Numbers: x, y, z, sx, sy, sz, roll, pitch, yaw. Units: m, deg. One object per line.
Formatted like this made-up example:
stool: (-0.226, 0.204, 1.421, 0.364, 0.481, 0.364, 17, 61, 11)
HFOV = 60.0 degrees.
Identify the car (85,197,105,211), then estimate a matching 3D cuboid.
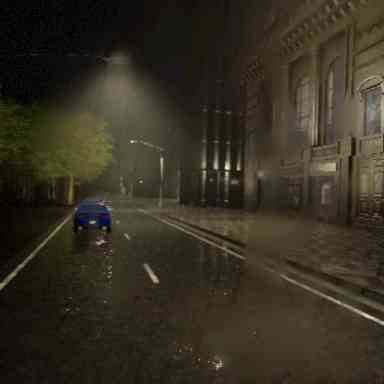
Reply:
car: (-10.654, 1.292, 36.527, 1.994, 1.385, 4.181, 2, 0, -16)

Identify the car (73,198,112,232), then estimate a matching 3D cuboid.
car: (-5.604, 1.333, 18.873, 1.882, 1.535, 5.008, 2, 0, -16)
